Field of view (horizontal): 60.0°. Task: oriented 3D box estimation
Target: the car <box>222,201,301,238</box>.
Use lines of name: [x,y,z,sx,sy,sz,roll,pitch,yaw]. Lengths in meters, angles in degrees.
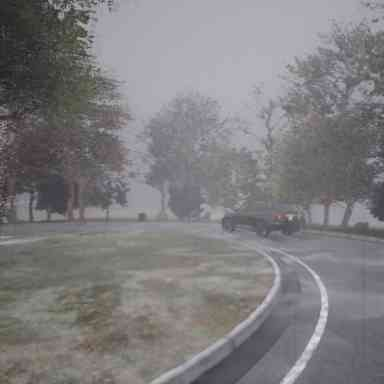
car: [4.086,1.592,20.452,2.150,2.045,5.566,1,-2,-28]
